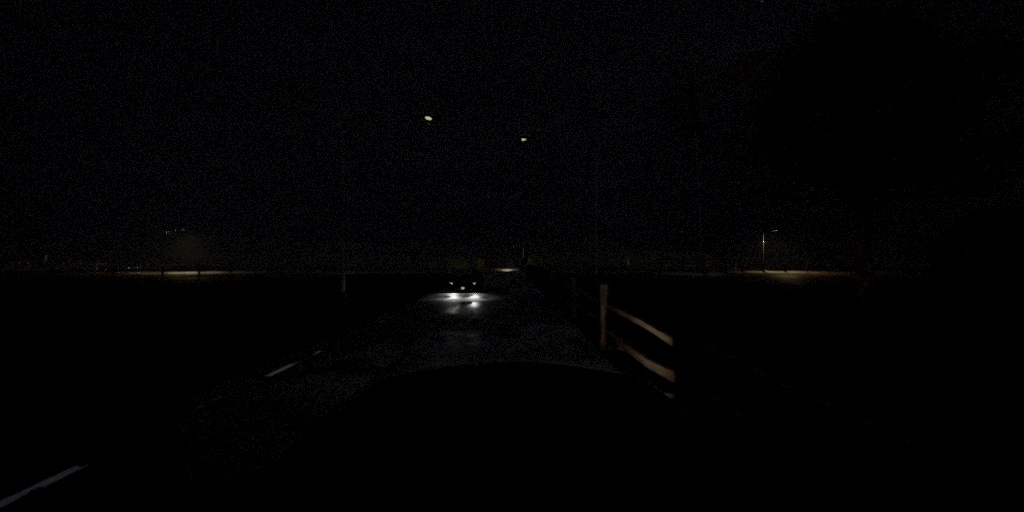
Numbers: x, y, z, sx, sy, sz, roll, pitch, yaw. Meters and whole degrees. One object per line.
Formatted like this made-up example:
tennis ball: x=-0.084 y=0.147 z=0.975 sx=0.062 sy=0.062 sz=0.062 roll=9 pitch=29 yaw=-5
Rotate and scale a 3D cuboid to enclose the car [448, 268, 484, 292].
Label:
car: x=-2.837 y=1.507 z=23.350 sx=2.033 sy=1.411 sz=5.357 roll=0 pitch=-1 yaw=0
